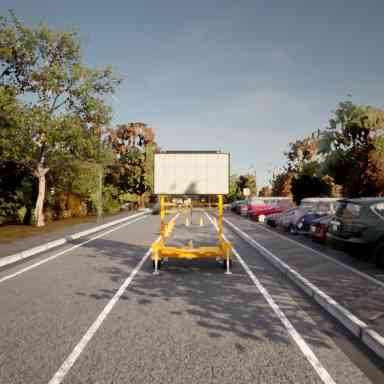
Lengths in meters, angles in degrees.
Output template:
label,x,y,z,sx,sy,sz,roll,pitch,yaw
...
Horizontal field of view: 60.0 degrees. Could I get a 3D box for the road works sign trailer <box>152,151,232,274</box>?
label,x,y,z,sx,sy,sz,roll,pitch,yaw
road works sign trailer,-0.017,0.492,10.607,2.380,3.560,2.880,0,0,-1

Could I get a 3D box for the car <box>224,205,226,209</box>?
label,x,y,z,sx,sy,sz,roll,pitch,yaw
car,7.131,1.874,43.551,5.008,1.535,2.097,0,-1,0

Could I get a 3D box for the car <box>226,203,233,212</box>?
label,x,y,z,sx,sy,sz,roll,pitch,yaw
car,7.086,1.541,38.006,5.566,2.045,2.435,0,-1,0

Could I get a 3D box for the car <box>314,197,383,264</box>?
label,x,y,z,sx,sy,sz,roll,pitch,yaw
car,7.092,1.200,10.262,5.566,2.045,2.435,0,0,0

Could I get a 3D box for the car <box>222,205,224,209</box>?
label,x,y,z,sx,sy,sz,roll,pitch,yaw
car,7.136,1.926,46.322,4.892,1.521,2.231,0,-1,0

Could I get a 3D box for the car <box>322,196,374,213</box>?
label,x,y,z,sx,sy,sz,roll,pitch,yaw
car,20.232,1.616,43.308,5.566,2.045,2.435,0,-1,0

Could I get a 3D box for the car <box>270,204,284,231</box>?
label,x,y,z,sx,sy,sz,roll,pitch,yaw
car,7.082,1.583,18.571,4.674,1.452,2.002,0,-1,0

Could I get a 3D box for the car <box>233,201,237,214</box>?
label,x,y,z,sx,sy,sz,roll,pitch,yaw
car,7.139,1.786,35.226,4.792,1.488,2.163,0,-1,0

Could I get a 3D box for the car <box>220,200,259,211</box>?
label,x,y,z,sx,sy,sz,roll,pitch,yaw
car,6.950,1.981,49.091,5.366,1.575,1.946,0,-1,0

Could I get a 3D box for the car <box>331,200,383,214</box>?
label,x,y,z,sx,sy,sz,roll,pitch,yaw
car,20.014,1.823,40.537,5.366,1.575,1.946,0,-1,0

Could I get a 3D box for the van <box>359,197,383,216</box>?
label,x,y,z,sx,sy,sz,roll,pitch,yaw
van,20.306,1.527,35.001,4.442,1.987,1.878,0,-1,0

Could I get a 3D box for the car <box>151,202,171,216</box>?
label,x,y,z,sx,sy,sz,roll,pitch,yaw
car,-3.316,1.844,36.837,2.033,1.411,5.357,0,-1,0

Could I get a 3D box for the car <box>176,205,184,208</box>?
label,x,y,z,sx,sy,sz,roll,pitch,yaw
car,-3.150,3.544,88.132,2.128,1.511,4.902,0,-3,0

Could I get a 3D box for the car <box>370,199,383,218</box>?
label,x,y,z,sx,sy,sz,roll,pitch,yaw
car,20.153,1.591,32.231,4.553,1.767,2.185,0,-1,0

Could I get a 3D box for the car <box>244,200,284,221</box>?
label,x,y,z,sx,sy,sz,roll,pitch,yaw
car,7.100,1.649,26.899,5.008,1.535,2.097,0,-1,0

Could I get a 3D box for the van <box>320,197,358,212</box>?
label,x,y,z,sx,sy,sz,roll,pitch,yaw
van,20.327,1.695,46.199,4.442,1.987,1.878,0,-1,0

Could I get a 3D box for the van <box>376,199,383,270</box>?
label,x,y,z,sx,sy,sz,roll,pitch,yaw
van,6.942,1.234,7.486,4.442,1.987,1.878,0,0,0

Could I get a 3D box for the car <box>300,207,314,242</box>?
label,x,y,z,sx,sy,sz,roll,pitch,yaw
car,7.098,1.501,13.013,4.792,1.488,2.163,0,0,0

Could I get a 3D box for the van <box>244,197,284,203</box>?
label,x,y,z,sx,sy,sz,roll,pitch,yaw
van,7.216,1.459,29.678,4.442,1.987,1.878,0,-1,0

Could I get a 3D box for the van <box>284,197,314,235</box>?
label,x,y,z,sx,sy,sz,roll,pitch,yaw
van,6.957,1.281,15.798,4.442,1.987,1.878,0,-1,0

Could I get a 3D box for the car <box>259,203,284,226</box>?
label,x,y,z,sx,sy,sz,roll,pitch,yaw
car,7.054,1.608,21.348,4.792,1.488,2.163,0,-1,0

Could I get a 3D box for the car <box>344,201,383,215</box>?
label,x,y,z,sx,sy,sz,roll,pitch,yaw
car,20.188,1.789,37.769,4.892,1.521,2.231,0,-1,0

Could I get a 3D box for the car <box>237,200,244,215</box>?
label,x,y,z,sx,sy,sz,roll,pitch,yaw
car,7.107,1.761,32.451,4.674,1.452,2.002,0,-1,0
